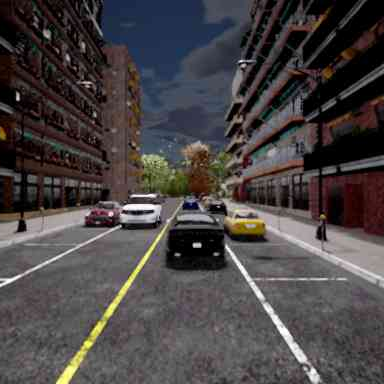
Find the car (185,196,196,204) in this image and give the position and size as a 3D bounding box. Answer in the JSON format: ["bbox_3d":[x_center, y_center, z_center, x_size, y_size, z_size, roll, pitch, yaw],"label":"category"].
[{"bbox_3d":[-0.241,1.370,58.335,1.812,1.442,4.674,0,0,0],"label":"car"}]

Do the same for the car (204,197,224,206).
[{"bbox_3d":[2.571,1.472,34.370,1.947,1.339,4.313,1,0,0],"label":"car"}]

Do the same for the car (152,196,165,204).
[{"bbox_3d":[-6.171,1.403,61.551,1.947,1.339,4.313,1,0,0],"label":"car"}]

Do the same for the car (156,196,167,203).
[{"bbox_3d":[-6.204,1.405,67.119,1.802,1.307,4.206,1,0,0],"label":"car"}]

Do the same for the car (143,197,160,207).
[{"bbox_3d":[-6.105,1.416,50.415,2.008,1.369,4.403,1,0,0],"label":"car"}]

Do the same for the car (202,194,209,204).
[{"bbox_3d":[2.574,1.404,45.034,1.752,1.417,4.829,1,0,0],"label":"car"}]

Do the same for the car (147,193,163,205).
[{"bbox_3d":[-6.135,1.166,55.982,2.192,1.841,5.009,1,0,0],"label":"car"}]

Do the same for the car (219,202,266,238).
[{"bbox_3d":[2.610,1.478,17.194,1.752,1.417,4.829,1,0,0],"label":"car"}]

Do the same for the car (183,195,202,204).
[{"bbox_3d":[-0.141,1.451,41.548,1.994,1.385,4.181,0,0,0],"label":"car"}]

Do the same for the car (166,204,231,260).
[{"bbox_3d":[0.069,1.443,12.408,1.882,1.535,5.008,0,0,-2],"label":"car"}]

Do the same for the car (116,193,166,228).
[{"bbox_3d":[-3.227,1.161,22.081,2.150,2.045,5.566,0,0,0],"label":"car"}]

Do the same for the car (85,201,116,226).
[{"bbox_3d":[-5.828,1.378,22.575,1.967,1.590,4.097,1,0,0],"label":"car"}]

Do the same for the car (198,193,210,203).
[{"bbox_3d":[2.447,1.137,67.135,2.192,1.841,5.009,1,0,0],"label":"car"}]

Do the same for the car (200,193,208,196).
[{"bbox_3d":[2.510,1.401,56.001,2.008,1.369,4.403,1,0,0],"label":"car"}]
